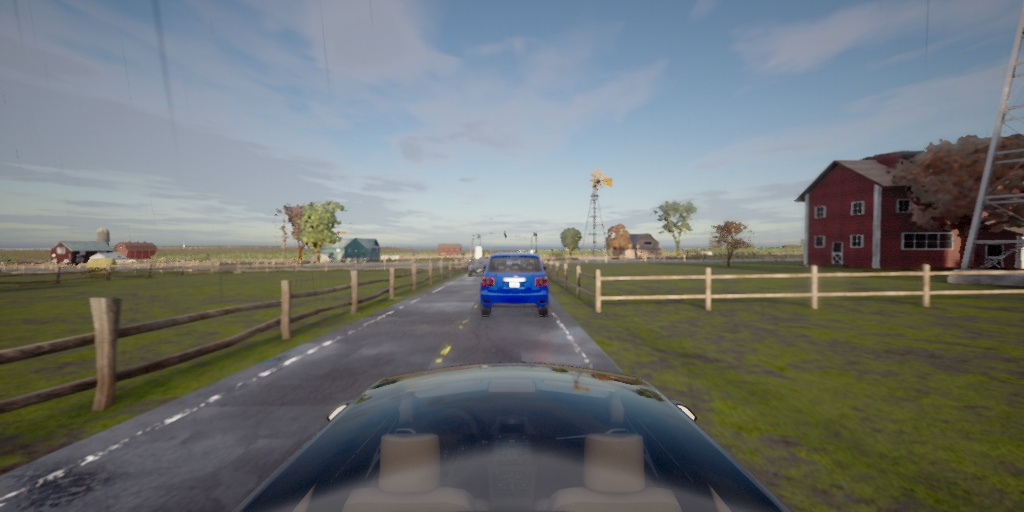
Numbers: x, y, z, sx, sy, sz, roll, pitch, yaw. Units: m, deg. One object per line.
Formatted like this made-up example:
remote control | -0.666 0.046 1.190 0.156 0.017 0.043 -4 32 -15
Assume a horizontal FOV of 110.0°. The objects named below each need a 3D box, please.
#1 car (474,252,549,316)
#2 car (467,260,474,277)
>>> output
car | 0.103 0.894 13.011 2.150 2.045 5.566 0 0 1
car | -2.836 1.046 32.429 1.837 1.490 4.892 0 0 0
